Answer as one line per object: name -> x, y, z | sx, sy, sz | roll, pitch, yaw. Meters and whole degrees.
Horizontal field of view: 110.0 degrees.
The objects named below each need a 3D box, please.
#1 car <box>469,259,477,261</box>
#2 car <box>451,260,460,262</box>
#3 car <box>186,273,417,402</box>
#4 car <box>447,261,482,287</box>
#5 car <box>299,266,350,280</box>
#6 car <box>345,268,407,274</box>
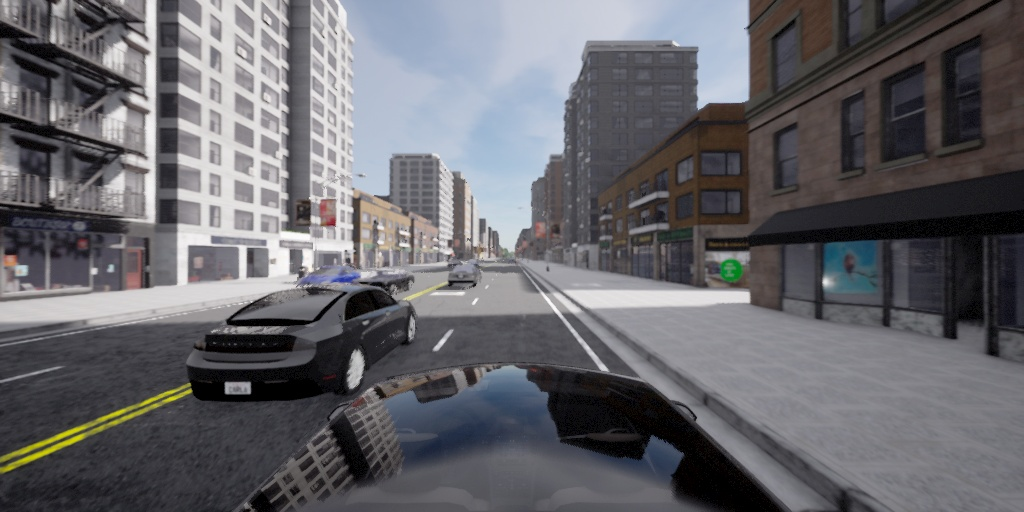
car -> -6.530, 1.284, 59.892 | 1.812, 1.442, 4.674 | 0, 0, 1
car -> -9.761, 1.306, 61.418 | 2.033, 1.411, 5.357 | 0, 0, 1
car -> -3.153, 1.256, 6.548 | 1.837, 1.490, 4.892 | 0, 0, 0
car -> -3.145, 1.300, 24.571 | 2.033, 1.411, 5.357 | 0, 0, 0
car -> -9.857, 1.277, 19.729 | 1.812, 1.442, 4.674 | 0, 0, 0
car -> -6.597, 1.352, 18.827 | 1.895, 1.301, 4.718 | 0, 0, 0
